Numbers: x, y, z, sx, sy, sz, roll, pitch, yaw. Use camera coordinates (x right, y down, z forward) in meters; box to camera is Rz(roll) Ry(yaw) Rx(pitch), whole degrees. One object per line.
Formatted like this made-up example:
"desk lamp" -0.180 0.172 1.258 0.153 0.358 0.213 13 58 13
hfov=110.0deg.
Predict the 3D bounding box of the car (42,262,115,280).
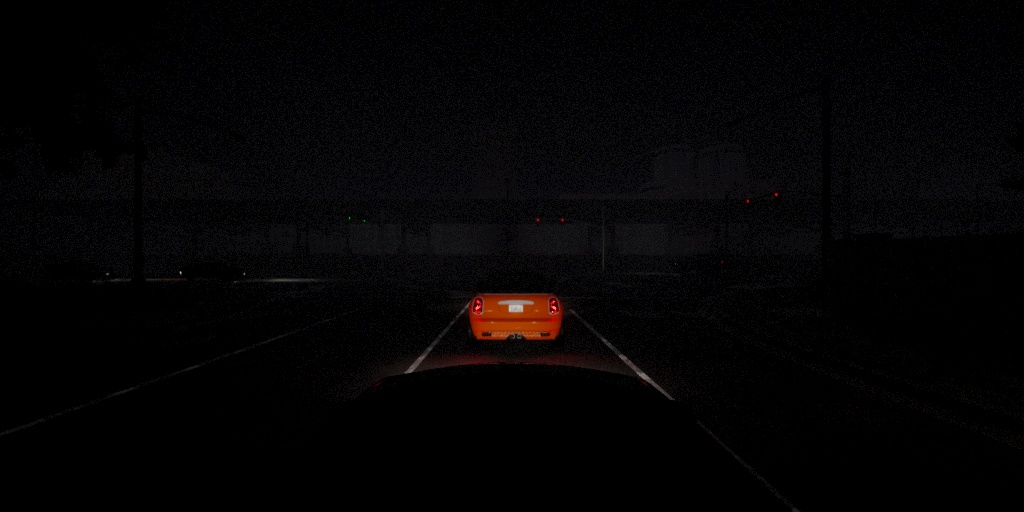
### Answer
"car" -36.024 1.221 29.884 4.902 1.511 2.128 0 0 3

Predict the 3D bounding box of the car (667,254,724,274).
"car" 20.001 0.851 39.116 5.566 2.045 2.150 -1 0 1

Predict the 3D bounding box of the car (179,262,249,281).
"car" -24.460 1.224 29.536 4.902 1.511 2.128 0 0 1

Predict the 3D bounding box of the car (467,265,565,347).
"car" 0.081 1.098 9.502 2.097 1.767 4.553 0 0 0
